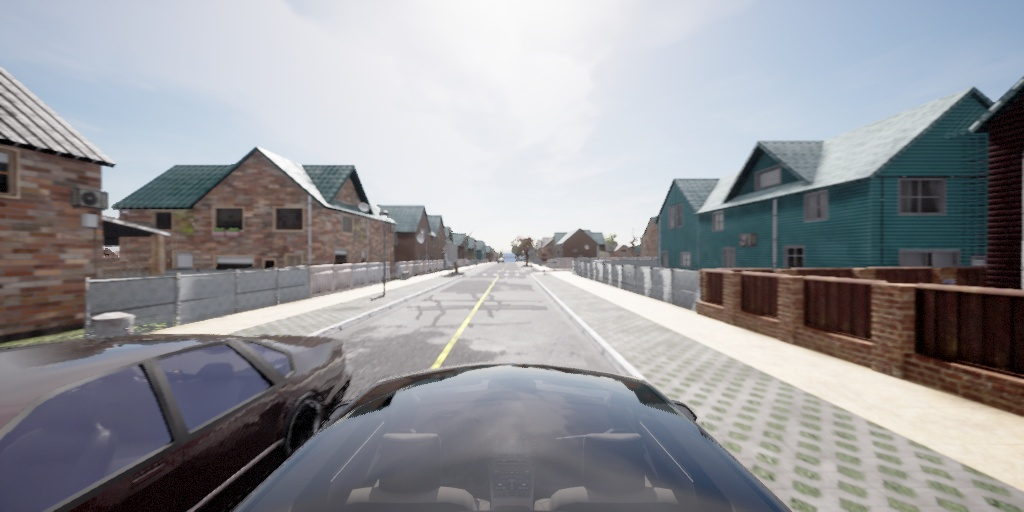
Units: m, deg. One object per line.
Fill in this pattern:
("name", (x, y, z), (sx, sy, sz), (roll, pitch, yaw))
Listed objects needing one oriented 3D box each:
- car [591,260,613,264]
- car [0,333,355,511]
("car", (11.371, 1.153, 43.605), (4.674, 1.442, 1.812), (-1, 0, 0))
("car", (-2.852, 1.298, 2.085), (2.033, 1.411, 5.357), (0, 0, 0))
